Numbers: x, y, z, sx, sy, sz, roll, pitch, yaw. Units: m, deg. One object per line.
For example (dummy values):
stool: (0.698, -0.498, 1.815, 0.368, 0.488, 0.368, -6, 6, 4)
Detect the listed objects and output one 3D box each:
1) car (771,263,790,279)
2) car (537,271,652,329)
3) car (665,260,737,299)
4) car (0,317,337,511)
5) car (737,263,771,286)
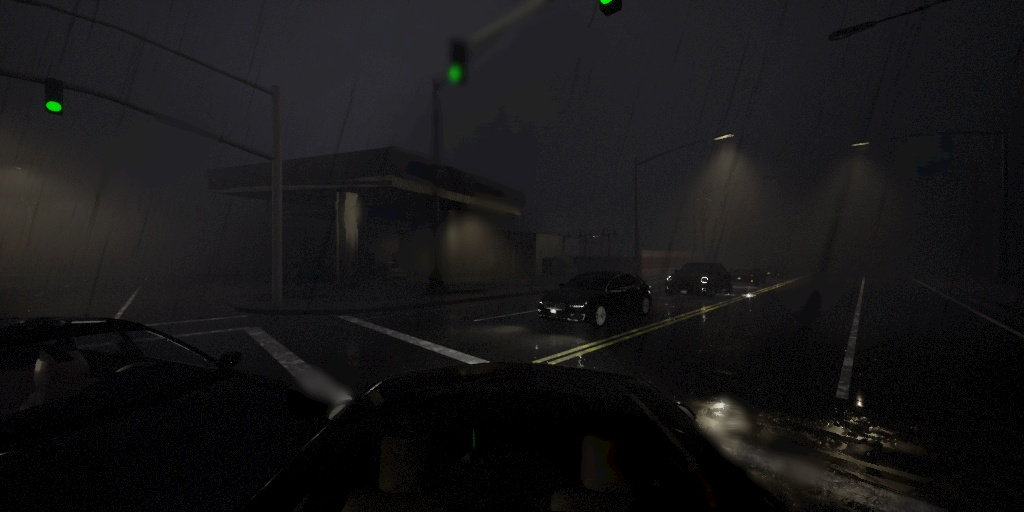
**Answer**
car: (23.622, 1.314, 32.427, 4.181, 1.385, 1.994, 0, 0, -45)
car: (2.825, 1.255, 11.516, 1.837, 1.490, 4.892, 0, 0, 44)
car: (9.630, 1.102, 18.395, 2.097, 1.767, 4.553, 0, 0, 45)
car: (-3.433, 1.242, 2.467, 4.902, 1.511, 2.128, 0, 0, 15)
car: (16.523, 1.314, 25.339, 1.994, 1.385, 4.181, 0, 0, 44)
